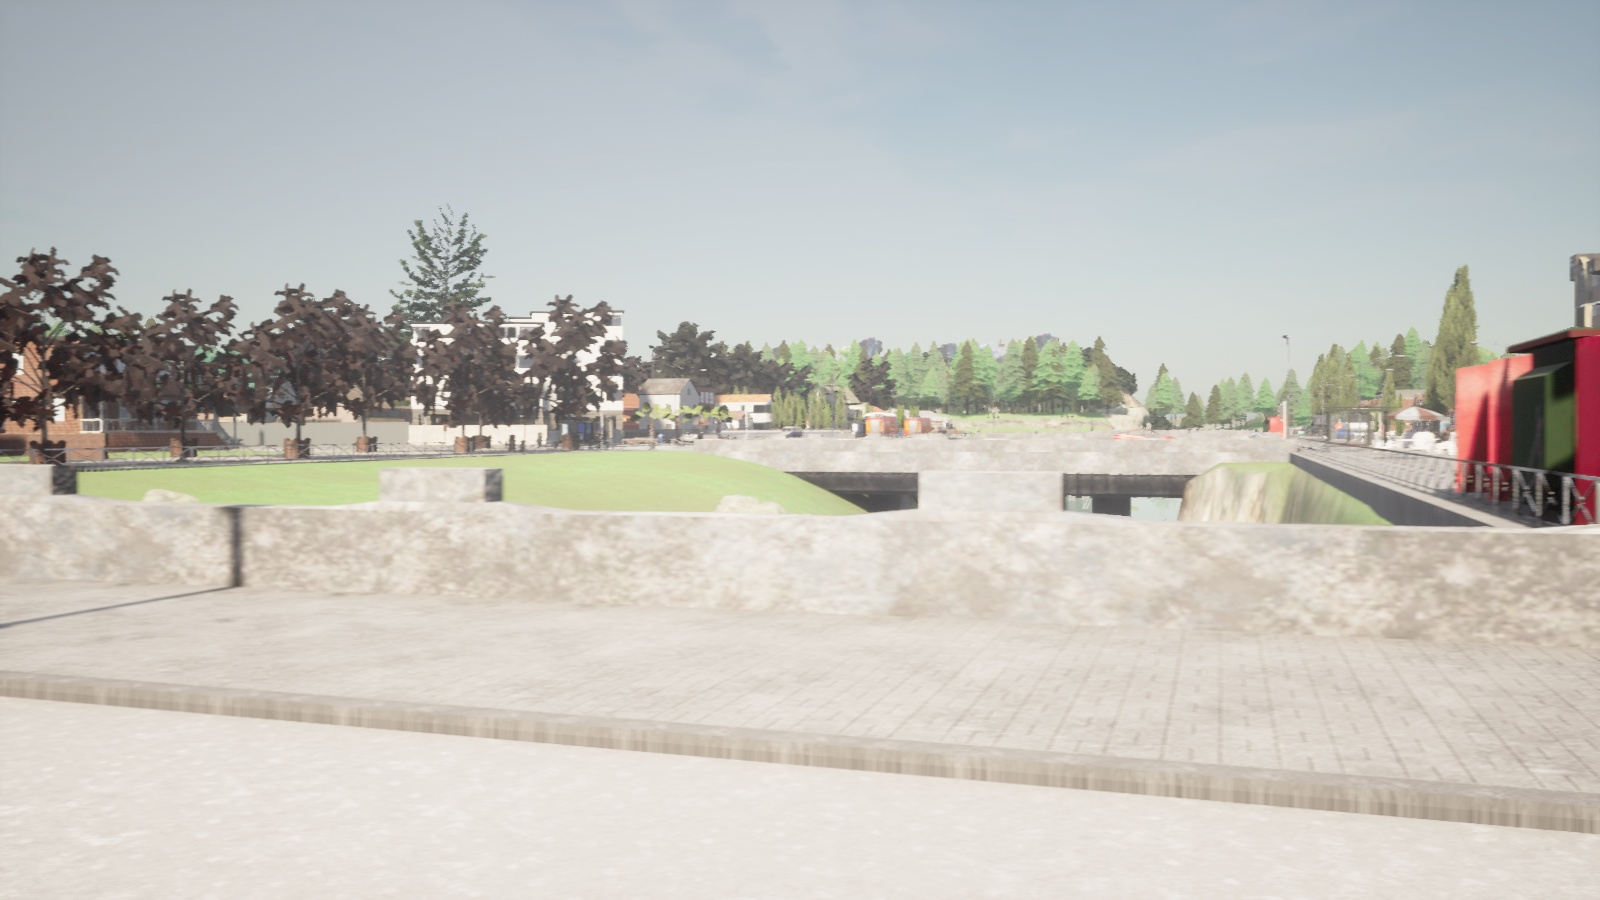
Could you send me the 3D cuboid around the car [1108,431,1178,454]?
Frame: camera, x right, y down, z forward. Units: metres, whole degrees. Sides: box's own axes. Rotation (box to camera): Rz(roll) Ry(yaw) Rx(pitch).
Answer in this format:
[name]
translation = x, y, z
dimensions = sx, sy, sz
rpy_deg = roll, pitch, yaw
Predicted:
[car]
translation = 23.746, -0.529, 86.892
dimensions = 4.514, 1.525, 2.007
rpy_deg = 1, 1, 19
